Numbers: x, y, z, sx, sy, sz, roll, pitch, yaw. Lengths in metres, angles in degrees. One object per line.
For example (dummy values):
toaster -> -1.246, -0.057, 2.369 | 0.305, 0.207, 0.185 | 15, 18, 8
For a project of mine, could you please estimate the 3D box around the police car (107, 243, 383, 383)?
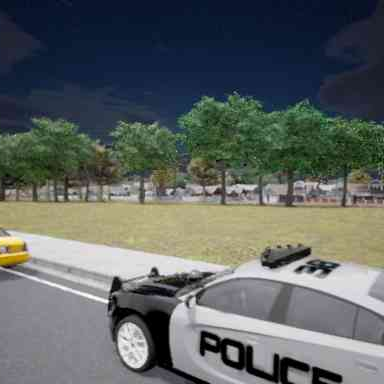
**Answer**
police car -> 0.992, 1.481, 4.022 | 5.238, 1.638, 1.930 | 0, -1, 38

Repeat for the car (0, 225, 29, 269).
car -> -7.002, 1.482, 10.163 | 5.366, 1.575, 1.801 | 0, -1, 38
